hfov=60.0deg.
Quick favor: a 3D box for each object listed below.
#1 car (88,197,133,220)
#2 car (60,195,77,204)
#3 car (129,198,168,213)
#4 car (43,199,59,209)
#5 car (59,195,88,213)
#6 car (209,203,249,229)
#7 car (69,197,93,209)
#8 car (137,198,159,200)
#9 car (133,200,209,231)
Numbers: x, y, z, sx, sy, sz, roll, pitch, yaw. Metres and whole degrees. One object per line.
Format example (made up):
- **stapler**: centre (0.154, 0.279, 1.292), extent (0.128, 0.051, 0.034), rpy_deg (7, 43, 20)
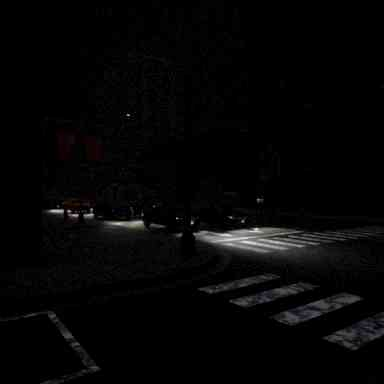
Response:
- **car**: centre (-6.851, 1.441, 28.227), extent (1.882, 1.535, 5.008), rpy_deg (0, 0, -36)
- **car**: centre (-23.232, 1.401, 62.427), extent (1.837, 1.490, 4.892), rpy_deg (0, 0, -36)
- **car**: centre (-4.921, 1.438, 37.007), extent (2.128, 1.511, 4.902), rpy_deg (0, 0, -36)
- **car**: centre (-18.382, 1.535, 44.322), extent (1.895, 1.301, 4.718), rpy_deg (0, 0, -35)
- **car**: centre (-12.623, 1.426, 36.249), extent (1.882, 1.535, 5.008), rpy_deg (0, 0, -35)
- **car**: centre (1.663, 1.500, 21.995), extent (1.812, 1.442, 4.674), rpy_deg (0, 0, -37)
- **car**: centre (-15.260, 1.457, 45.541), extent (1.812, 1.442, 4.674), rpy_deg (0, 0, -35)
- **car**: centre (-3.578, 1.313, 29.243), extent (2.097, 1.767, 4.553), rpy_deg (0, 0, -36)
- **car**: centre (-1.434, 1.469, 20.704), extent (2.128, 1.511, 4.902), rpy_deg (0, 0, -36)
